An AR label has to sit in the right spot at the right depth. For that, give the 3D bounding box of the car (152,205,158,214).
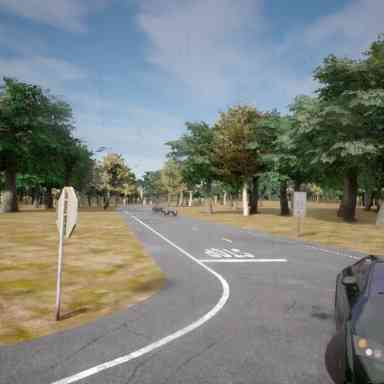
[{"bbox_3d":[-5.649,2.961,56.873,1.882,1.535,5.008,3,-2,-14],"label":"car"}]

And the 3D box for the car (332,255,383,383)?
[{"bbox_3d":[3.094,1.643,4.607,1.994,1.385,4.181,1,-1,22],"label":"car"}]

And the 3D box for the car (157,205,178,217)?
[{"bbox_3d":[-3.411,2.850,48.022,1.895,1.301,4.718,3,-2,-13],"label":"car"}]
